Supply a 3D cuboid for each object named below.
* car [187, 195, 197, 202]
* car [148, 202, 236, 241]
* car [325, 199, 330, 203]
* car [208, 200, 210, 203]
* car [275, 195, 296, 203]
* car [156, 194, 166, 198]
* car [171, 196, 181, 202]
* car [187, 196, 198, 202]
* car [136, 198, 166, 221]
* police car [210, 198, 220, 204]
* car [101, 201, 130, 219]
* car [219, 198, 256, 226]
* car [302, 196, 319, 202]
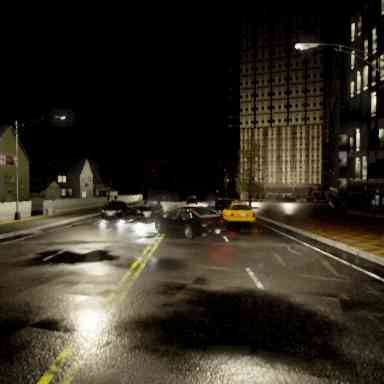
[{"bbox_3d":[-0.013,1.486,72.738,2.033,1.411,5.357,0,0,0],"label":"car"},{"bbox_3d":[-0.181,1.503,16.986,1.837,1.490,4.892,-1,1,-34],"label":"car"},{"bbox_3d":[33.646,2.025,77.882,4.507,1.381,1.887,0,2,20],"label":"car"},{"bbox_3d":[3.242,1.537,45.414,1.812,1.442,4.674,0,0,0],"label":"car"},{"bbox_3d":[22.999,1.711,81.773,5.009,1.841,2.192,0,2,20],"label":"car"},{"bbox_3d":[-6.512,1.135,69.780,1.882,1.535,5.008,0,0,0],"label":"car"},{"bbox_3d":[-3.262,1.500,69.372,2.033,1.411,5.357,0,0,0],"label":"car"},{"bbox_3d":[0.050,1.522,61.421,2.128,1.511,4.902,0,0,0],"label":"car"},{"bbox_3d":[-3.354,1.492,27.338,2.128,1.511,4.902,0,0,0],"label":"car"},{"bbox_3d":[3.244,1.429,34.520,1.930,1.638,5.238,0,0,0],"label":"police car"},{"bbox_3d":[-6.595,1.527,29.194,1.812,1.442,4.674,0,0,0],"label":"car"},{"bbox_3d":[3.246,1.455,23.596,1.801,1.575,5.366,0,0,0],"label":"car"},{"bbox_3d":[31.032,1.795,87.229,4.403,1.369,2.008,0,2,20],"label":"car"}]
